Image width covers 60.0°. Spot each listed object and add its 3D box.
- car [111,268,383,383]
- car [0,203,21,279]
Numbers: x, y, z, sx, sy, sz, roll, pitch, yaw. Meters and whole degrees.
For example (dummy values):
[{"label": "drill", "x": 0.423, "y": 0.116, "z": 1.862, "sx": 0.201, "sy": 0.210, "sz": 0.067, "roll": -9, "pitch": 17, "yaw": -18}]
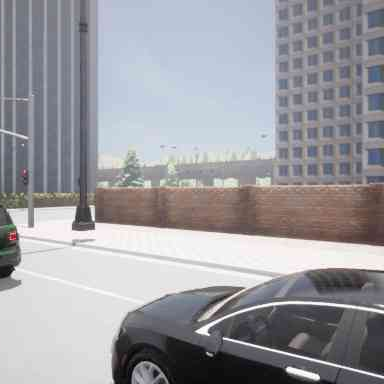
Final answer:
[{"label": "car", "x": 1.328, "y": 1.505, "z": 3.046, "sx": 4.892, "sy": 1.490, "sz": 1.837, "roll": 0, "pitch": 0, "yaw": 36}, {"label": "car", "x": -6.748, "y": 1.221, "z": 8.791, "sx": 5.566, "sy": 2.045, "sz": 2.150, "roll": 0, "pitch": 0, "yaw": 35}]
